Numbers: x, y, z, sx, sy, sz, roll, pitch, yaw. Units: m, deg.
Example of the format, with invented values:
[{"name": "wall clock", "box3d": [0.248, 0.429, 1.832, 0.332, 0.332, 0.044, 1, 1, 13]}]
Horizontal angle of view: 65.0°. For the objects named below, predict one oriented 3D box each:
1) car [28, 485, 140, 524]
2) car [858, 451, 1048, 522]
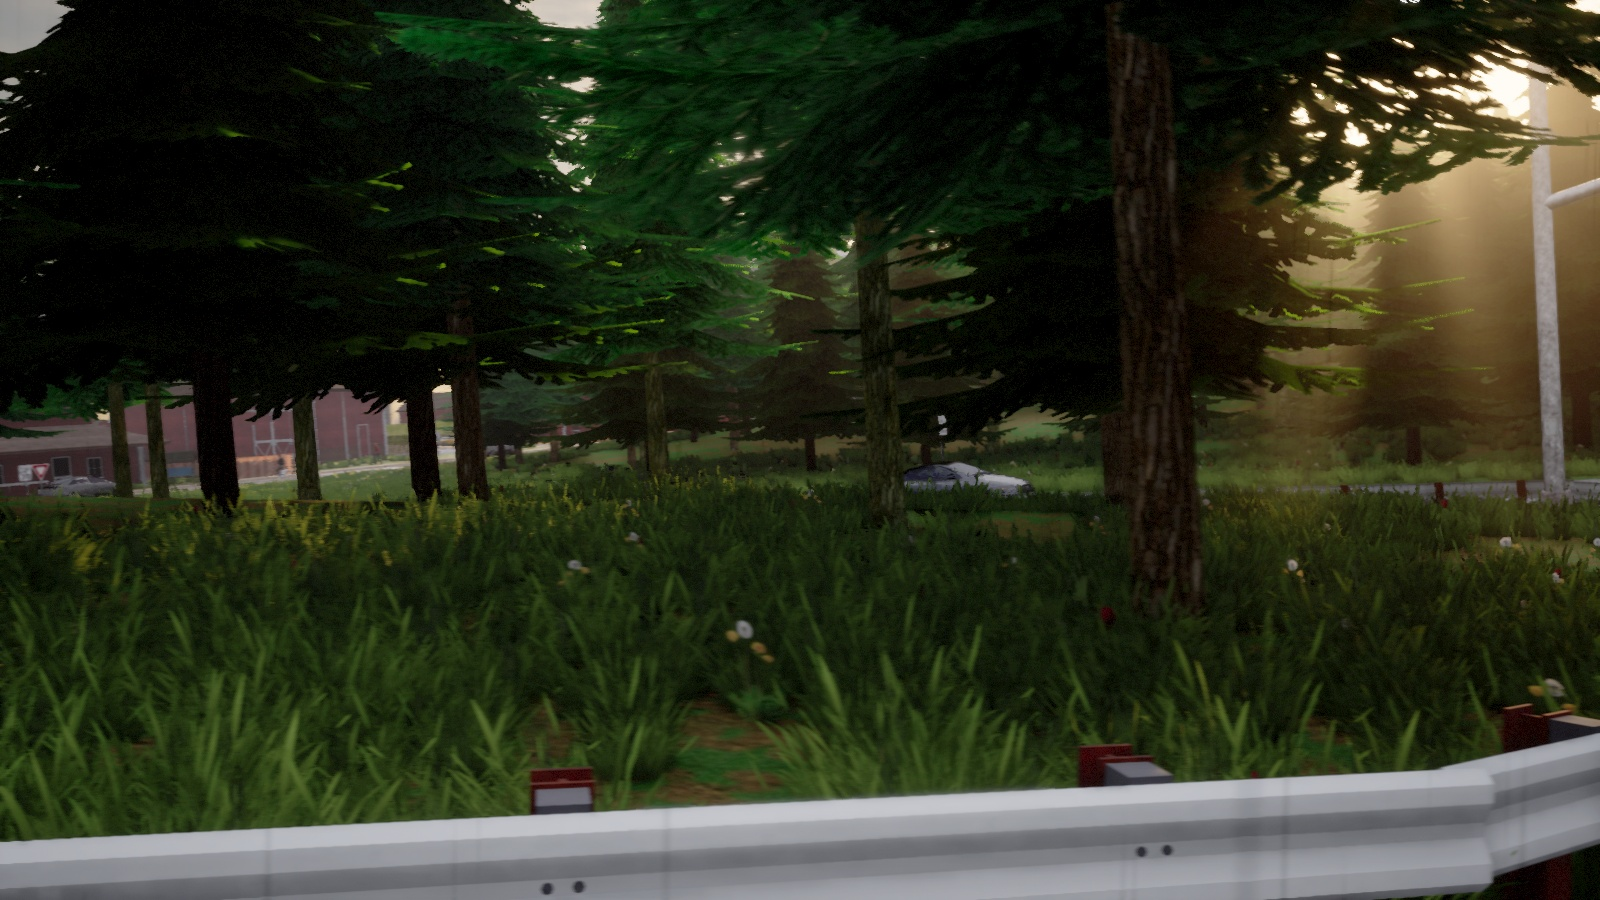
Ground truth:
[{"name": "car", "box3d": [-39.596, 3.010, 69.568, 2.128, 1.511, 4.902, -4, 3, 28]}, {"name": "car", "box3d": [3.823, 0.907, 31.387, 4.181, 1.385, 1.994, -4, 3, 28]}]
